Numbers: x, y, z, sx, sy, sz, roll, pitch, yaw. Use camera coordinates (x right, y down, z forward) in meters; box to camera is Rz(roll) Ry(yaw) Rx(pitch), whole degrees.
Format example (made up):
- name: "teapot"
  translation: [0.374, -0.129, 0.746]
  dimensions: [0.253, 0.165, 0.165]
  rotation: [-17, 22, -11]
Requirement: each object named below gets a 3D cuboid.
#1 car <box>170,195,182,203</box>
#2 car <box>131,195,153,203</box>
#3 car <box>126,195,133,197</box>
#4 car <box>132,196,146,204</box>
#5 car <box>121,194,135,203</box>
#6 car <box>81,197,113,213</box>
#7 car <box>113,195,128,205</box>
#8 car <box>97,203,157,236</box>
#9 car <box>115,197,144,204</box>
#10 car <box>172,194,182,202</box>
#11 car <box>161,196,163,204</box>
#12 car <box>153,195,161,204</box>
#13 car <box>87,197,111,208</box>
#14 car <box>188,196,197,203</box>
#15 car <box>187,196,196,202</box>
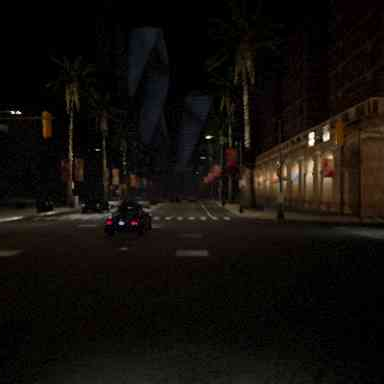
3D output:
- name: "car"
  translation: [-3.454, 1.417, 68.666]
  dimensions: [2.097, 1.767, 4.553]
  rotation: [0, 0, -1]
- name: "car"
  translation: [-6.984, 1.567, 46.604]
  dimensions: [1.812, 1.442, 4.674]
  rotation: [0, 0, 0]
- name: "car"
  translation: [-10.466, 1.649, 55.346]
  dimensions: [1.895, 1.301, 4.718]
  rotation: [0, 0, 0]
- name: "car"
  translation: [-10.439, 1.552, 65.792]
  dimensions: [2.128, 1.511, 4.902]
  rotation: [0, 0, 0]
- name: "car"
  translation: [-13.576, 1.416, 70.999]
  dimensions: [2.185, 1.767, 4.553]
  rotation: [0, 0, -1]
- name: "car"
  translation: [-10.556, 1.383, 36.641]
  dimensions: [2.097, 1.767, 4.553]
  rotation: [0, 0, 0]
- name: "car"
  translation: [-10.488, 1.565, 45.411]
  dimensions: [1.812, 1.442, 4.674]
  rotation: [0, 0, 0]
- name: "car"
  translation: [-3.388, 1.564, 18.515]
  dimensions: [2.033, 1.411, 5.357]
  rotation: [0, 0, 0]
- name: "car"
  translation: [-7.049, 1.597, 38.011]
  dimensions: [1.994, 1.385, 4.181]
  rotation: [0, 0, 0]
- name: "car"
  translation: [-3.556, 1.427, 78.738]
  dimensions: [2.097, 1.767, 4.553]
  rotation: [0, 0, -1]
- name: "car"
  translation: [-6.939, 1.412, 66.628]
  dimensions: [2.097, 1.767, 4.553]
  rotation: [0, 0, 0]
- name: "car"
  translation: [-6.965, 1.598, 56.497]
  dimensions: [2.033, 1.411, 5.357]
  rotation: [0, 0, 0]
- name: "car"
  translation: [-13.661, 1.555, 49.067]
  dimensions: [2.161, 1.482, 4.786]
  rotation: [0, 0, -1]
- name: "car"
  translation: [0.045, 1.661, 68.566]
  dimensions: [1.895, 1.301, 4.718]
  rotation: [0, 0, -1]
- name: "car"
  translation: [-0.056, 1.613, 78.746]
  dimensions: [2.033, 1.411, 5.357]
  rotation: [0, 0, -1]
